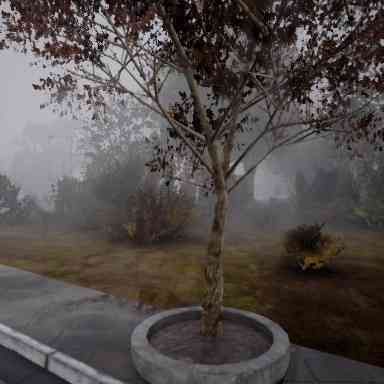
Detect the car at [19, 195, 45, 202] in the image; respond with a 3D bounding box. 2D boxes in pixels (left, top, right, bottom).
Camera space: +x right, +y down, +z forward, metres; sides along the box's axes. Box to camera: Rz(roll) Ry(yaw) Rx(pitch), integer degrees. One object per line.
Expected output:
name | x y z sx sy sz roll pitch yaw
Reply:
car | -22.107 1.174 44.200 1.837 1.490 4.892 1 0 32
